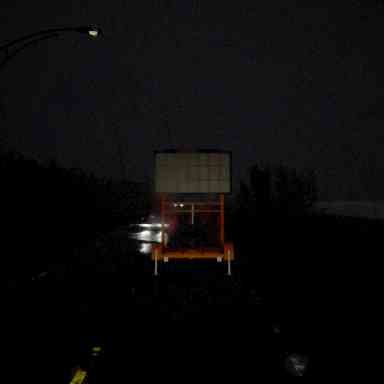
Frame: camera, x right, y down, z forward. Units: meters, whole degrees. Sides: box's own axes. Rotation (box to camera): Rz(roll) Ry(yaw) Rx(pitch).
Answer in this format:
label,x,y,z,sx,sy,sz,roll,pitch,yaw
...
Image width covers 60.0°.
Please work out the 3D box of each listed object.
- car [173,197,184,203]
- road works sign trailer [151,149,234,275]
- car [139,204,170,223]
label,x,y,z,sx,sy,sz,roll,pitch,yaw
car,-2.635,1.694,66.608,1.994,1.385,4.181,0,0,1
road works sign trailer,0.022,0.471,10.427,2.380,3.560,2.880,0,0,0
car,-2.798,1.592,25.643,1.994,1.385,4.181,0,0,0
